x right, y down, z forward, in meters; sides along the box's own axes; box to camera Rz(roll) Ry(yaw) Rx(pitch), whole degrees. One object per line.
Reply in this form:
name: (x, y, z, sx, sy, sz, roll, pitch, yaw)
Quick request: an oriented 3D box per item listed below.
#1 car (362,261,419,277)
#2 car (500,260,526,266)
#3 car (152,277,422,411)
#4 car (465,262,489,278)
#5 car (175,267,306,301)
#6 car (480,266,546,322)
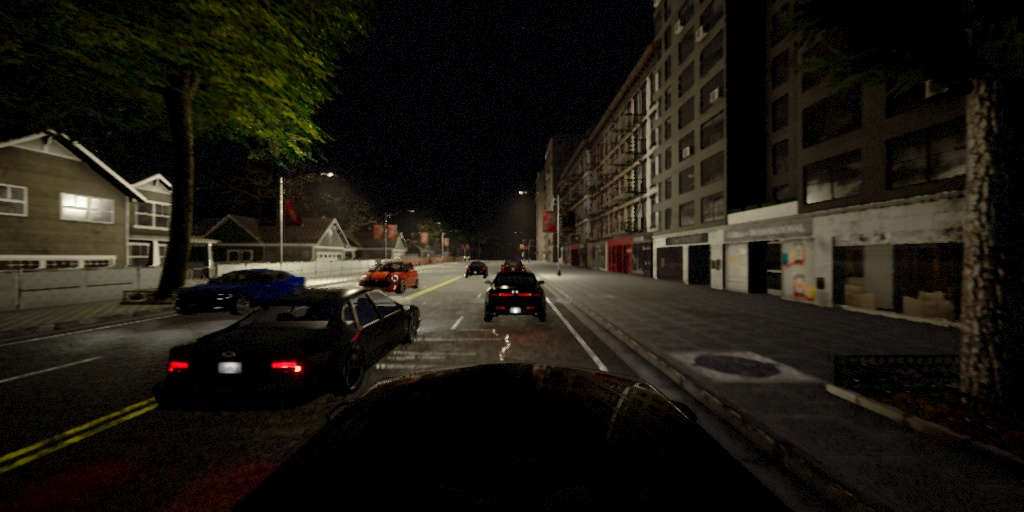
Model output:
car: (-6.596, 1.094, 19.683, 2.097, 1.767, 4.553, 0, 0, 0)
car: (0.098, 1.082, 30.252, 2.097, 1.767, 4.553, 0, 0, 0)
car: (-3.153, 1.296, 6.521, 2.033, 1.411, 5.357, 0, 0, 0)
car: (-3.152, 1.252, 33.046, 1.812, 1.442, 4.674, 0, 0, 0)
car: (-9.850, 1.224, 13.520, 1.882, 1.535, 5.008, 0, 0, 0)
car: (0.099, 1.251, 12.339, 1.837, 1.490, 4.892, 0, 0, 0)
